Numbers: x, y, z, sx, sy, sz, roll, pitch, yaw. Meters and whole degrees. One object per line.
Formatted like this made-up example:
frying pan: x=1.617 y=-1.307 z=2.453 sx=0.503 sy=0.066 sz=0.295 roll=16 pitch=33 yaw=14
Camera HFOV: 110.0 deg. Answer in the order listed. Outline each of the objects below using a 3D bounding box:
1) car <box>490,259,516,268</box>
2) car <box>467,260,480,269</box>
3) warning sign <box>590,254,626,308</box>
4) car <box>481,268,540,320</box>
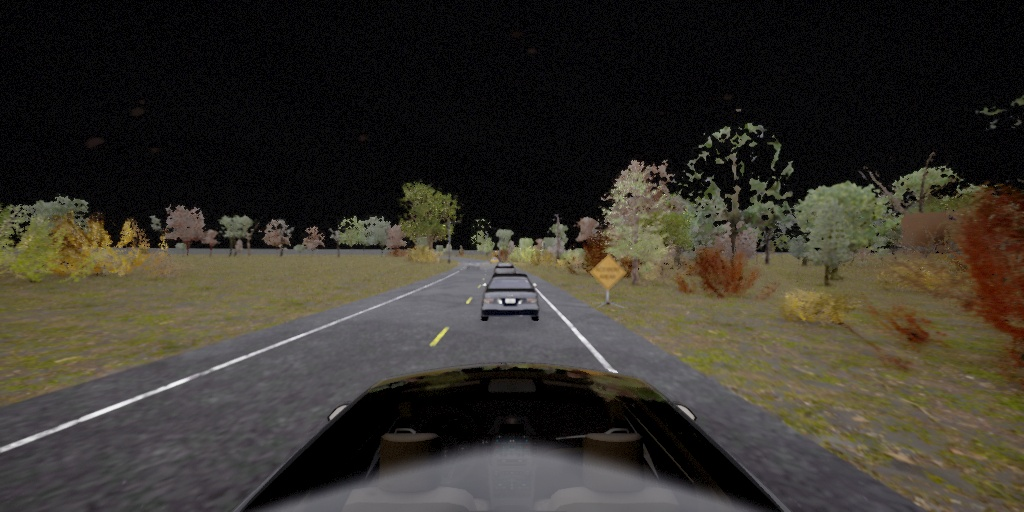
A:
car: x=-0.663 y=1.245 z=31.250 sx=2.128 sy=1.511 sz=4.902 roll=0 pitch=0 yaw=-2
car: x=-5.776 y=1.318 z=53.710 sx=1.895 sy=1.301 sz=4.718 roll=0 pitch=0 yaw=-4
warning sign: x=3.445 y=0.870 z=12.963 sx=1.300 sy=1.860 sz=1.060 roll=0 pitch=0 yaw=-1
car: x=-0.072 y=1.303 z=12.554 sx=2.033 sy=1.411 sz=5.357 roll=0 pitch=0 yaw=0
